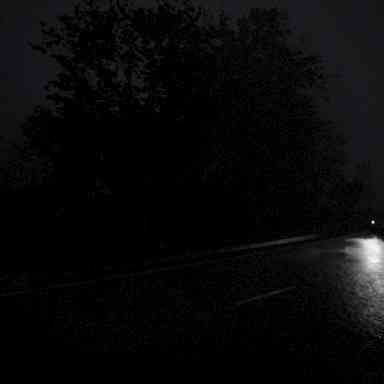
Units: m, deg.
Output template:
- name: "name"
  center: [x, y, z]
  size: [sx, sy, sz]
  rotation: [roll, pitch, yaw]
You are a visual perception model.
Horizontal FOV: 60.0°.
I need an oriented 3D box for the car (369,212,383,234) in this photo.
- name: "car"
  center: [12.192, 1.805, 19.868]
  size: [1.895, 1.301, 4.718]
  rotation: [-1, -1, 43]
